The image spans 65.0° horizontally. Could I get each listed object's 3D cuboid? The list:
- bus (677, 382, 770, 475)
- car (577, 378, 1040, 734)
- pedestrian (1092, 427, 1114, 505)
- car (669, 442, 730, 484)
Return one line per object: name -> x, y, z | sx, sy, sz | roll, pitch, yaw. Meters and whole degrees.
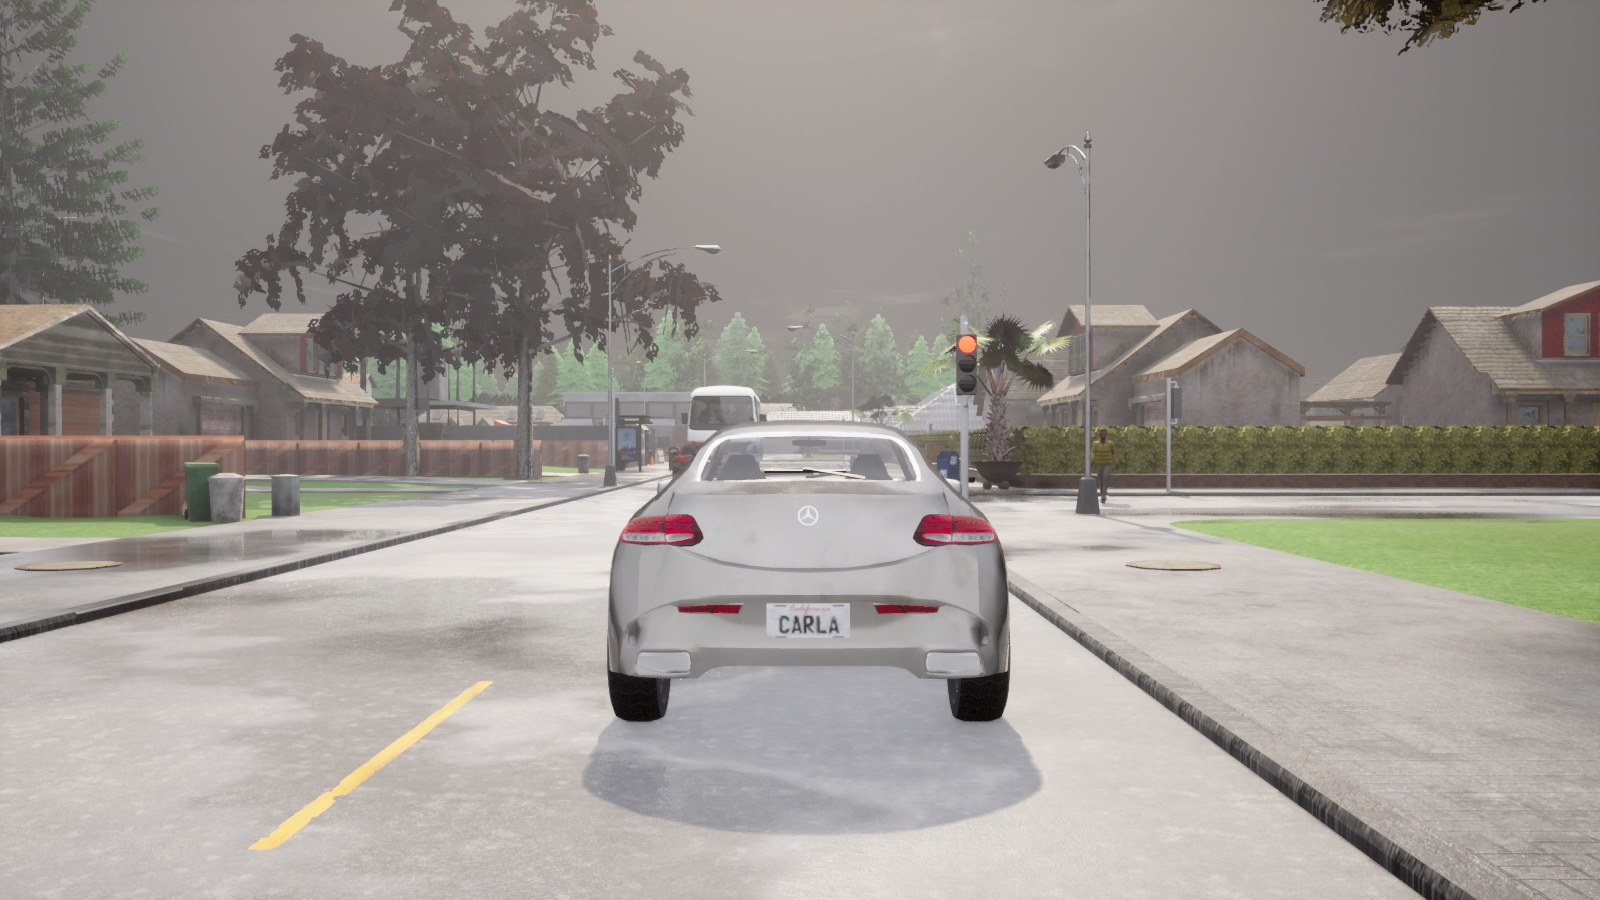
bus -> -3.639, -0.987, 62.718 | 3.944, 4.253, 10.273 | 0, 0, 0
car -> 0.062, 0.478, 8.355 | 2.152, 1.651, 5.027 | 0, 0, 1
pedestrian -> 7.293, 0.382, 30.188 | 0.431, 1.840, 0.709 | 0, 0, 21
car -> -3.728, 0.453, 47.474 | 1.882, 1.535, 5.008 | 0, 0, 0
